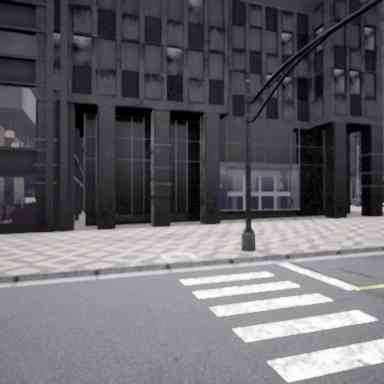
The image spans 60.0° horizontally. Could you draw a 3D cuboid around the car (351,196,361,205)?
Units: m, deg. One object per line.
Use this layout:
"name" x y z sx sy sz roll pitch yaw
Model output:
"car" 23.552 1.249 46.042 2.033 1.411 5.357 0 0 -16
